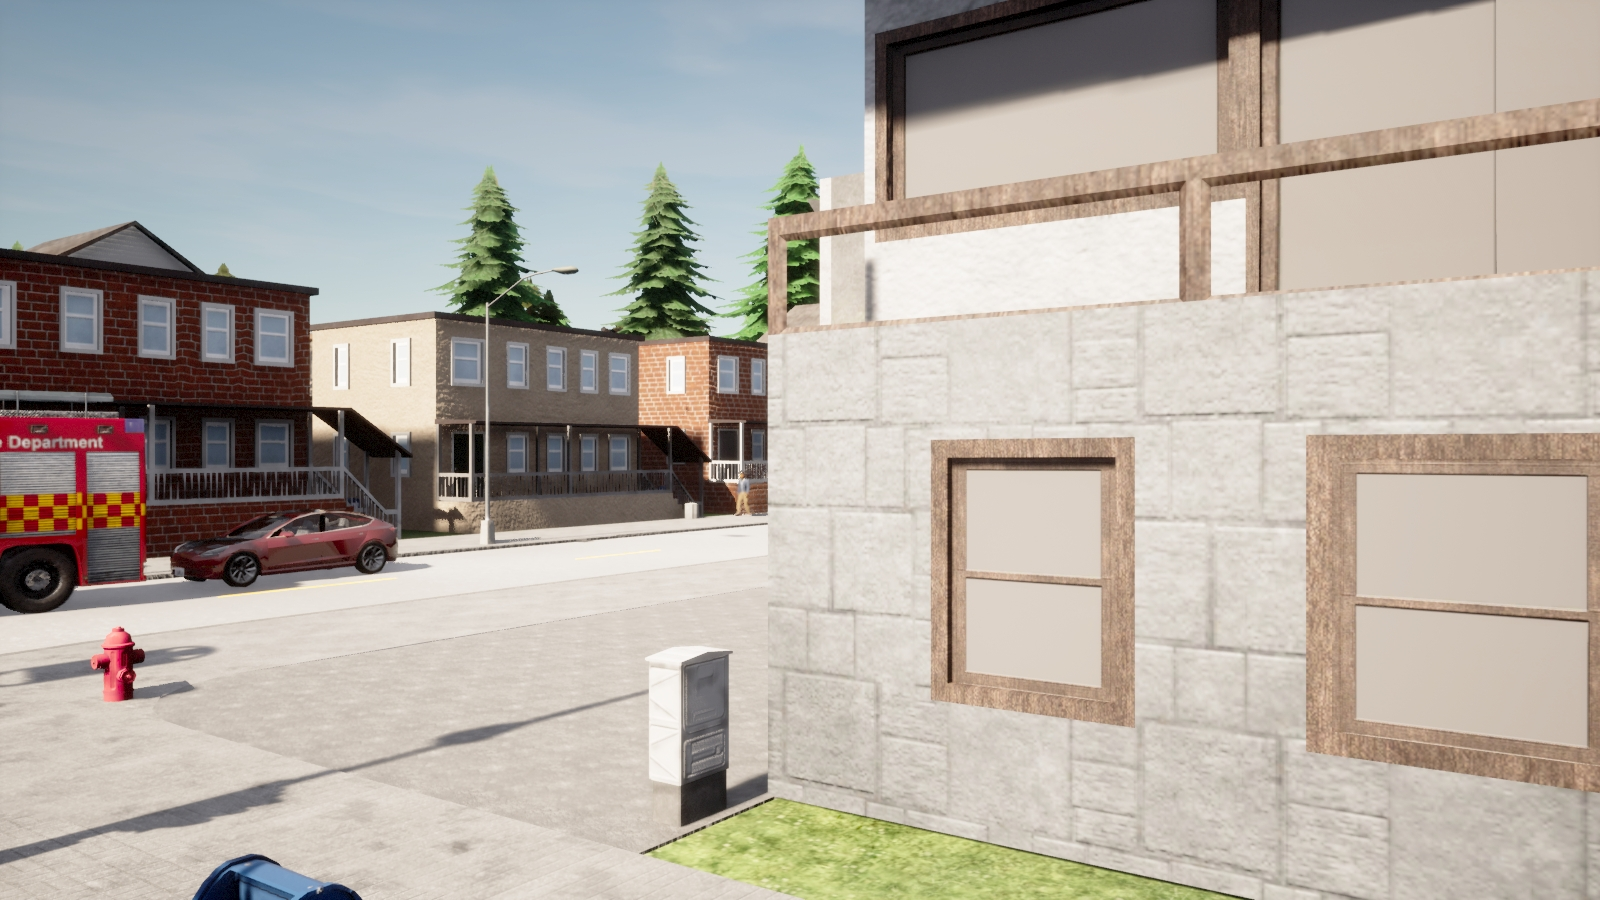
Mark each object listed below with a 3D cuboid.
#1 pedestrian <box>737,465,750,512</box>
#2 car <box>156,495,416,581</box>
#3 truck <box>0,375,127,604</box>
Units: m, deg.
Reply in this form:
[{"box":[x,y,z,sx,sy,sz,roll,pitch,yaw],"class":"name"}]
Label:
[{"box":[-2.271,1.524,45.853,0.375,1.860,0.375,0,0,36],"class":"pedestrian"},{"box":[-11.172,1.843,25.172,2.163,1.488,4.792,0,0,35],"class":"car"},{"box":[-15.952,0.669,18.257,2.891,3.827,8.468,0,0,42],"class":"truck"}]
